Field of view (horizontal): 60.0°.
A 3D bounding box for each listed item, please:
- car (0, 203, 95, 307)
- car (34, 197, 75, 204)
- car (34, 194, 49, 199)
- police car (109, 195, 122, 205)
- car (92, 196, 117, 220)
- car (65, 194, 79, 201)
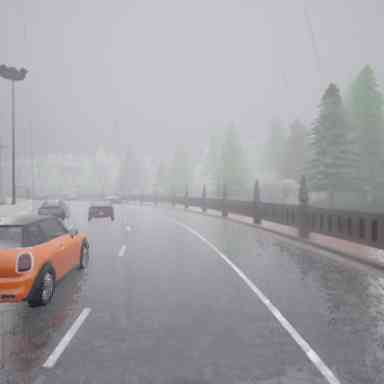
[{"bbox_3d":[-3.963,1.332,7.990,2.097,1.767,4.553,0,0,-5],"label":"car"},{"bbox_3d":[-10.642,1.421,25.807,2.128,1.511,4.902,0,0,-15],"label":"car"},{"bbox_3d":[-36.523,1.207,80.707,5.008,1.535,1.882,0,0,42],"label":"car"},{"bbox_3d":[-12.641,1.248,52.589,1.930,1.638,5.238,0,0,-29],"label":"police car"},{"bbox_3d":[-7.264,1.390,26.698,1.882,1.535,5.008,0,0,-15],"label":"car"},{"bbox_3d":[-24.973,1.220,68.744,1.812,1.442,4.674,0,0,-40],"label":"car"}]
